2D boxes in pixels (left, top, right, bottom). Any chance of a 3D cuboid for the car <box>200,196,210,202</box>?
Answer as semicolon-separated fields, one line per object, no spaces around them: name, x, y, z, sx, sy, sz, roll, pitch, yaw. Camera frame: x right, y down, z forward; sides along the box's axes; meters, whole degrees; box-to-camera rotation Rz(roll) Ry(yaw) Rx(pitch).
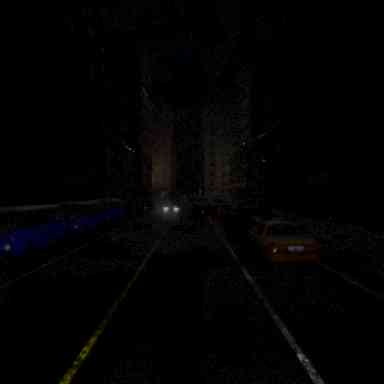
car;2.839;1.491;72.717;1.947;1.339;4.313;-1;0;0

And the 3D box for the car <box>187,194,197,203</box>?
car;-0.026;1.540;65.568;1.895;1.301;4.718;0;0;0

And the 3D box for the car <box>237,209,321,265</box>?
car;2.849;1.519;11.442;1.752;1.417;4.829;-1;0;0

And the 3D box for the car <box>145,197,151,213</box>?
car;-5.691;1.415;33.612;1.967;1.590;4.097;-1;0;0

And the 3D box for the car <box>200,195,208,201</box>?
car;2.838;1.498;78.302;1.802;1.307;4.206;-1;0;0

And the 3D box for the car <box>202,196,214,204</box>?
car;2.841;1.494;61.545;2.008;1.369;4.403;-1;0;0

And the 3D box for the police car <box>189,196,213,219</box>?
police car;0.888;1.405;29.366;1.930;1.638;5.238;0;0;0

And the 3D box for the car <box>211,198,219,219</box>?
car;2.846;1.506;28.199;1.752;1.417;4.829;-1;0;0

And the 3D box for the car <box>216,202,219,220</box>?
car;2.848;1.568;22.443;1.802;1.307;4.206;-1;0;0

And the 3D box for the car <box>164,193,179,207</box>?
car;-3.101;1.179;50.924;2.150;2.045;5.566;0;0;0

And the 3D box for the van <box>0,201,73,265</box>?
van;-5.683;1.335;11.268;1.690;1.788;3.998;-1;0;0

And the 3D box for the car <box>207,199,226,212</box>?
car;2.844;1.536;39.201;1.947;1.339;4.313;-1;0;0

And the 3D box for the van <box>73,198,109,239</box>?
van;-5.685;1.331;16.855;1.690;1.788;3.998;-1;0;0

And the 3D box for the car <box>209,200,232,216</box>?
car;2.845;1.541;33.615;1.947;1.339;4.313;-1;0;0

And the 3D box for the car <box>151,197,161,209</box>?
car;-5.695;1.404;44.783;1.967;1.590;4.097;-1;0;0

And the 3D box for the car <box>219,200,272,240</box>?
car;2.845;1.305;16.857;2.192;1.841;5.009;-1;0;0

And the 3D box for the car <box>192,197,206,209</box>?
car;0.881;1.469;45.256;1.837;1.490;4.892;0;0;0

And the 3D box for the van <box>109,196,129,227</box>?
van;-5.688;1.327;22.440;1.690;1.788;3.998;-1;0;0

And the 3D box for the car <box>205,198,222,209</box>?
car;2.844;1.515;44.787;2.008;1.369;4.403;-1;0;0

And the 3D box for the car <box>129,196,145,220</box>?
car;-5.690;1.296;28.026;2.192;1.841;5.009;-1;0;0

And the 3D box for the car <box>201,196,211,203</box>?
car;2.840;1.459;67.300;1.752;1.417;4.829;-1;0;0

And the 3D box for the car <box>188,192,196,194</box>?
car;-0.032;0.995;80.460;2.150;2.045;5.566;0;0;0
